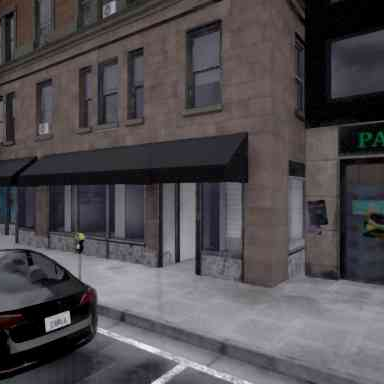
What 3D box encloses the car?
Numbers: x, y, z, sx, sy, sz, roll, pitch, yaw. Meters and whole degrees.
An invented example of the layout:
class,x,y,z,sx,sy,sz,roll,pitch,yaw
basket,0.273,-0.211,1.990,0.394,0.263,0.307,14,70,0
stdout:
class,x,y,z,sx,sy,sz,roll,pitch,yaw
car,-3.278,1.566,5.151,4.313,1.339,1.947,0,0,36
